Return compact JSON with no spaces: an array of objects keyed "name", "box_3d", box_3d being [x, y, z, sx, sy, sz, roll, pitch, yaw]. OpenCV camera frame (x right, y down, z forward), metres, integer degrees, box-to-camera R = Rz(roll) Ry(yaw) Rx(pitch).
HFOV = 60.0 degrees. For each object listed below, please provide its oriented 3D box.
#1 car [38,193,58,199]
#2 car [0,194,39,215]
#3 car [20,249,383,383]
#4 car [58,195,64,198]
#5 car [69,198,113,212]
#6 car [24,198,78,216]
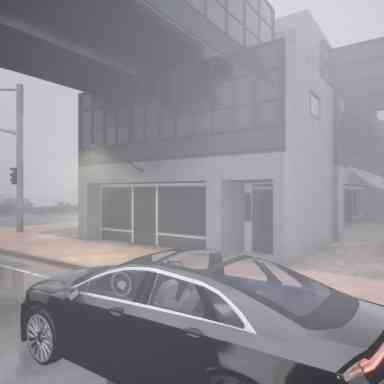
[{"name":"car","box_3d":[-30.620,1.153,69.428,4.605,1.855,1.932,0,0,35]},{"name":"car","box_3d":[-17.936,1.352,32.453,2.097,1.767,4.553,0,0,36]},{"name":"car","box_3d":[-0.251,1.492,4.172,4.902,1.511,2.128,0,0,35]},{"name":"car","box_3d":[-28.893,1.364,71.754,3.905,1.438,1.784,0,0,35]},{"name":"car","box_3d":[-12.129,1.478,40.313,1.882,1.535,5.008,0,0,37]},{"name":"car","box_3d":[-13.438,1.601,32.679,1.895,1.301,4.718,0,0,36]}]
